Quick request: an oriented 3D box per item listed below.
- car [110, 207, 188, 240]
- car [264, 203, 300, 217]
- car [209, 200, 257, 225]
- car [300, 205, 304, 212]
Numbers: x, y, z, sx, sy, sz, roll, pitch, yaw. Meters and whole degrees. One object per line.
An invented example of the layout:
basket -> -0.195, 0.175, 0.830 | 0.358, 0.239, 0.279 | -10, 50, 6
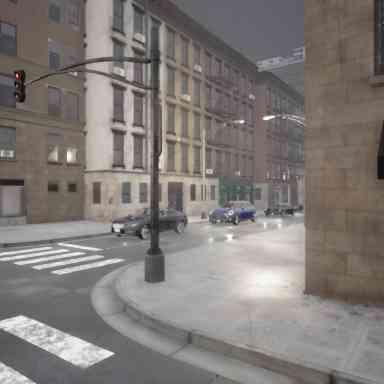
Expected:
car -> -2.149, 1.568, 17.830 | 2.128, 1.511, 4.902 | 0, 0, 35
car -> 8.910, 1.777, 33.360 | 1.895, 1.301, 4.718 | 0, 0, 35
car -> 3.190, 1.476, 25.349 | 2.097, 1.767, 4.553 | 0, 0, 36
car -> 14.823, 1.832, 41.612 | 1.895, 1.301, 4.718 | 0, 0, 36
